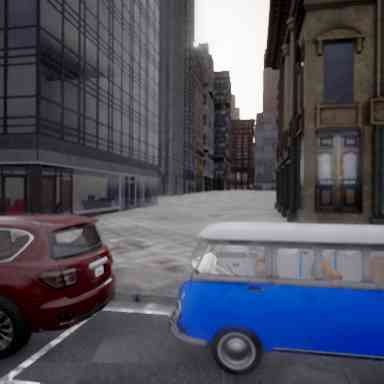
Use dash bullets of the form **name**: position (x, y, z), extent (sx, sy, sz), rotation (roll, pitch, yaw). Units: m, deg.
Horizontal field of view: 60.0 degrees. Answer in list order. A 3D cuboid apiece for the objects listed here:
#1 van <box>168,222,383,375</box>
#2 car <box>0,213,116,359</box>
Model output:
- **van**: position (1.773, 1.335, 4.535), extent (3.998, 1.788, 1.690), rotation (0, 0, 11)
- **car**: position (-3.778, 1.303, 5.584), extent (5.009, 1.841, 2.192), rotation (0, 0, 11)
